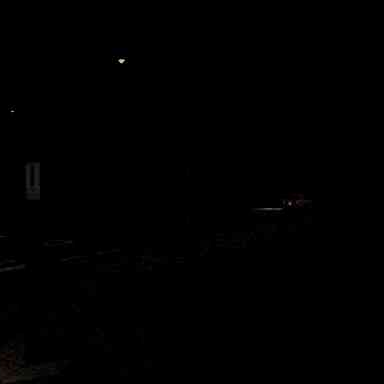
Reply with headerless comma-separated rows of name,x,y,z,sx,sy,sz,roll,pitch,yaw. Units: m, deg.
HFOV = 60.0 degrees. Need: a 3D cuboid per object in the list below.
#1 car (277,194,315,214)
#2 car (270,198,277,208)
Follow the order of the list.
car,11.365,1.220,35.453,2.150,2.045,5.566,-1,-1,35
car,13.068,1.614,49.094,1.812,1.442,4.674,-1,-1,35
